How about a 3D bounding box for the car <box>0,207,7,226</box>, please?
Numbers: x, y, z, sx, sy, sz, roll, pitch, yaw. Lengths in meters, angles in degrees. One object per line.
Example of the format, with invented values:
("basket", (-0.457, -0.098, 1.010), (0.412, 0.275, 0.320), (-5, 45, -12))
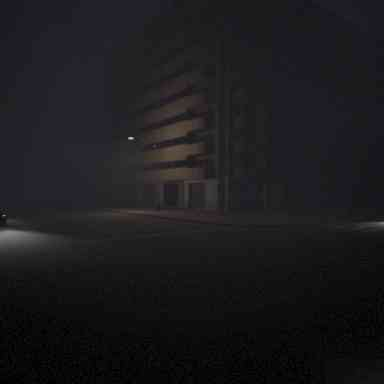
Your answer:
("car", (-13.818, 1.588, 22.549), (1.895, 1.301, 4.718), (0, 0, -36))
